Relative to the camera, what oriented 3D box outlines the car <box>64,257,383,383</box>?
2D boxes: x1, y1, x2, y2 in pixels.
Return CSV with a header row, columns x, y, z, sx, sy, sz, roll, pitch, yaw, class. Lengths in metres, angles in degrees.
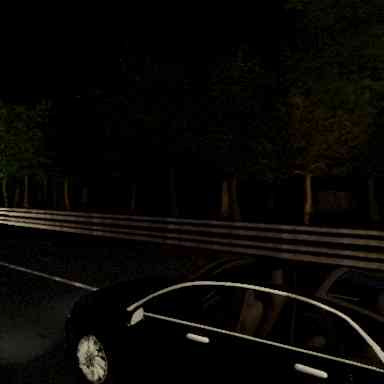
x,y,z,sx,sy,sz,roll,pitch,yaw,class
0.591,1.507,3.620,4.892,1.490,1.837,0,0,36,car
